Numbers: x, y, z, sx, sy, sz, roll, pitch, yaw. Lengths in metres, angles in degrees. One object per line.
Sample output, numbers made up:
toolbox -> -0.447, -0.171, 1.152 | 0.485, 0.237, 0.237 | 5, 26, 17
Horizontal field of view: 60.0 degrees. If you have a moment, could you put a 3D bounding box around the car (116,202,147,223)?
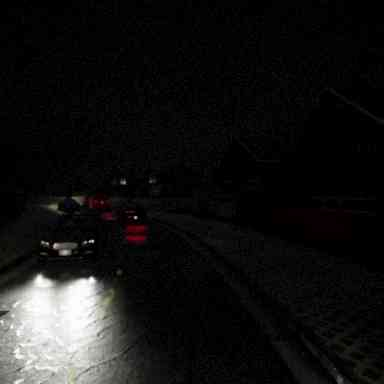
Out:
car -> -4.752, 1.557, 25.950 | 1.837, 1.490, 4.892 | 0, 0, -18

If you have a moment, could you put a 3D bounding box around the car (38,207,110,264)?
car -> -4.141, 1.527, 12.198 | 2.128, 1.511, 4.902 | 0, 0, -10

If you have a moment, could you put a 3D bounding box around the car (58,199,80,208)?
car -> -14.931, 1.582, 40.531 | 1.882, 1.535, 5.008 | 0, 0, -32

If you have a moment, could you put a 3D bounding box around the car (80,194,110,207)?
car -> -11.783, 1.311, 41.014 | 2.150, 2.045, 5.566 | 0, 0, -30
